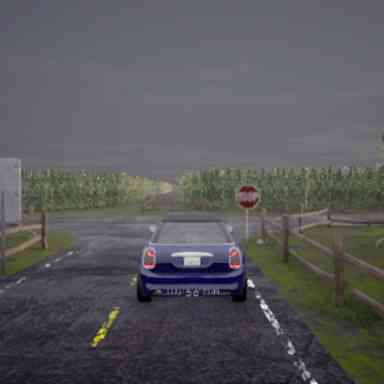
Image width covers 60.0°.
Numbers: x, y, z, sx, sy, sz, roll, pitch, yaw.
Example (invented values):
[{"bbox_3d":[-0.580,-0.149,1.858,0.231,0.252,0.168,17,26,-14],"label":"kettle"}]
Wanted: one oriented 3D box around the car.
[{"bbox_3d":[-0.022,1.237,8.122,2.097,1.767,4.553,0,1,-1],"label":"car"}]
